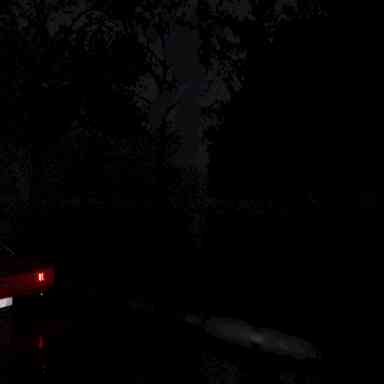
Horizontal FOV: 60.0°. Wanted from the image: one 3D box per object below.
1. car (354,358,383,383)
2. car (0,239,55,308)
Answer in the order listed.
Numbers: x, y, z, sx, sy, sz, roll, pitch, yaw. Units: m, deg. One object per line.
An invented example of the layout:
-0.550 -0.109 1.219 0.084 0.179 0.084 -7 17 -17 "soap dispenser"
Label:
3.139 1.504 1.139 4.892 1.490 1.837 0 0 35 "car"
-5.016 1.611 6.981 4.718 1.301 1.895 0 0 36 "car"
